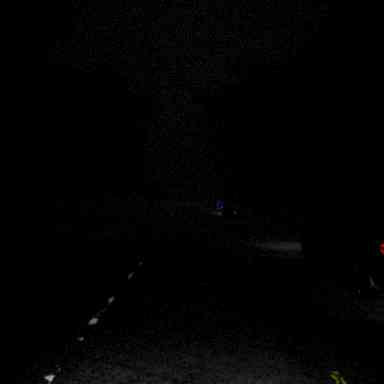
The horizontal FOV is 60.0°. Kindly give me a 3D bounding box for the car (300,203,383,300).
[{"bbox_3d":[4.624,1.268,8.657,2.150,2.045,5.566,-1,0,1],"label":"car"}]

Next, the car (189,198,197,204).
[{"bbox_3d":[0.167,2.114,77.930,2.033,1.411,5.357,1,-1,-1],"label":"car"}]

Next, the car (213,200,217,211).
[{"bbox_3d":[3.861,1.770,44.616,1.812,1.442,4.674,1,0,0],"label":"car"}]

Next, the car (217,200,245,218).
[{"bbox_3d":[3.856,1.650,31.823,2.128,1.511,4.902,1,0,1],"label":"car"}]
